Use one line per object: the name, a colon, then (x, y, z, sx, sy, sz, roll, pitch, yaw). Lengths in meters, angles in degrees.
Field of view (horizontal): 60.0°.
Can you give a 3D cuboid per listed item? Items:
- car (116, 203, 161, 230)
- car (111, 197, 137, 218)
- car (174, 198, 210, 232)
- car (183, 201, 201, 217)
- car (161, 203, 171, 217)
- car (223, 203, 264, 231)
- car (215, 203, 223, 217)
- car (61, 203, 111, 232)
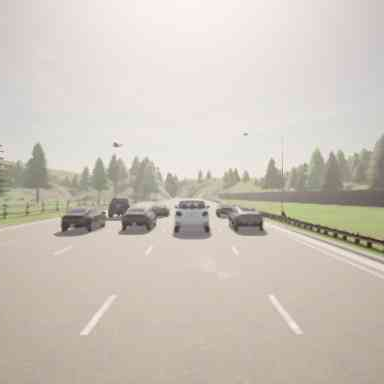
car: (-3.487, 1.718, 22.611, 1.837, 1.490, 4.892, 0, -1, 1)
car: (-6.976, 1.548, 34.305, 2.150, 2.045, 5.566, 0, 0, 0)
car: (0.001, 1.428, 21.724, 2.150, 2.045, 5.566, 0, 0, 0)
car: (0.048, 1.826, 37.030, 1.882, 1.535, 5.008, 0, 0, 0)
car: (-3.457, 1.906, 36.229, 1.994, 1.385, 4.181, 0, 0, 0)
car: (3.509, 1.702, 22.269, 2.128, 1.511, 4.902, 0, 0, 0)
car: (3.539, 1.863, 35.931, 1.812, 1.442, 4.674, 0, 0, 1)
car: (-6.996, 1.713, 21.868, 1.837, 1.490, 4.892, 0, 0, 0)
